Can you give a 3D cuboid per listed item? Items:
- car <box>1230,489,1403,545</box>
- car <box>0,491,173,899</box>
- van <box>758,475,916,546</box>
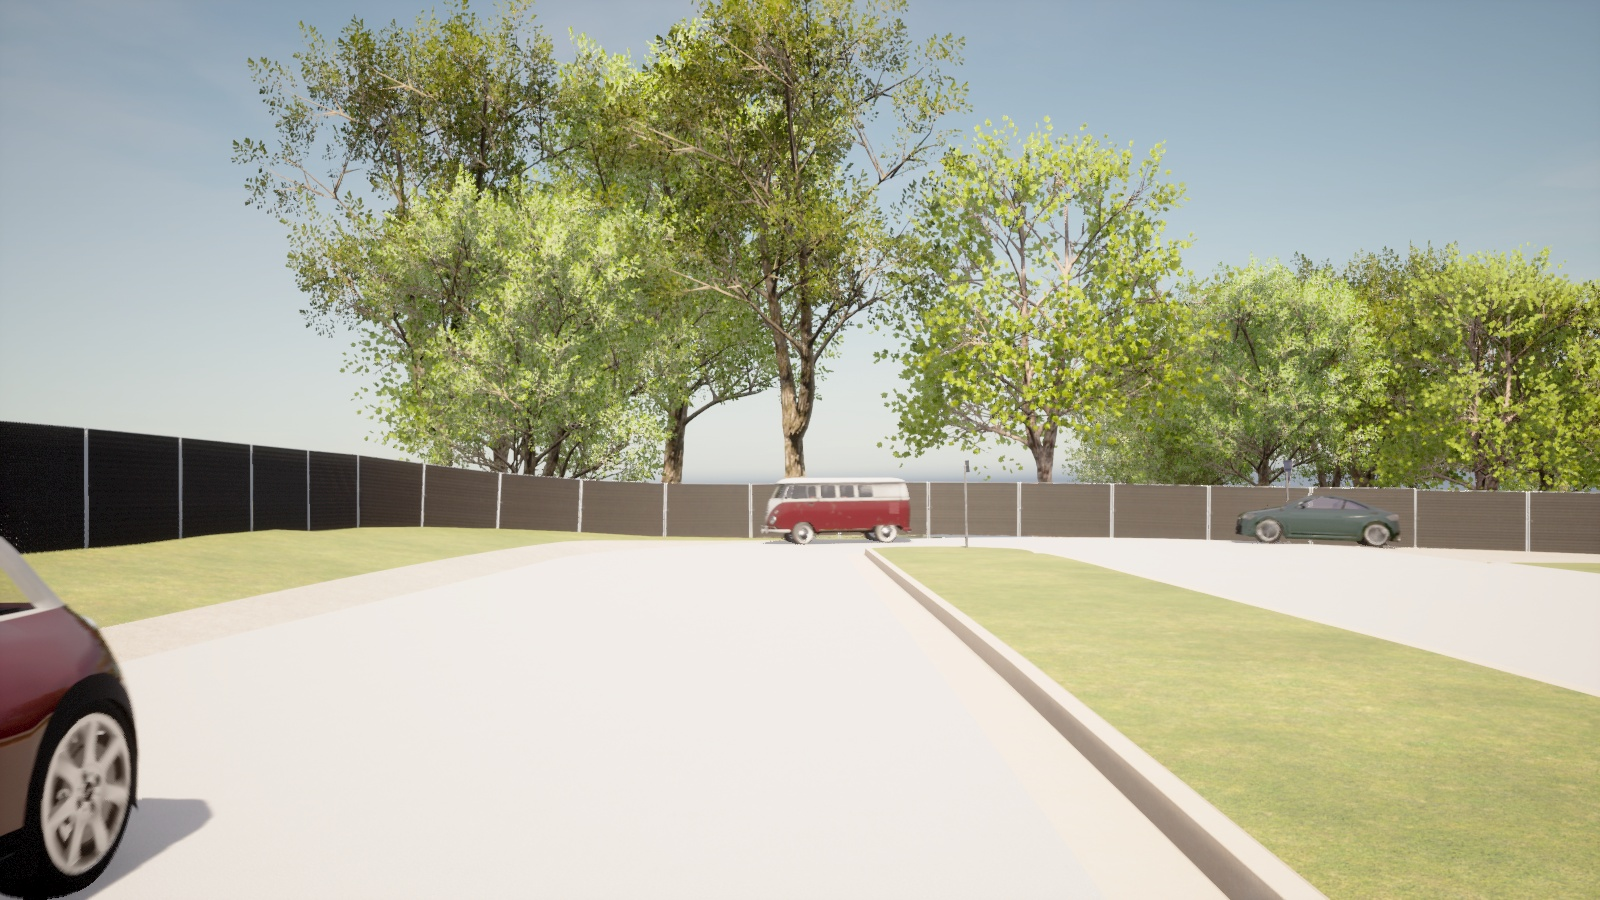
[{"bbox_3d":[14.006,1.795,34.292,4.181,1.385,1.994,1,-2,17],"label":"car"},{"bbox_3d":[-3.556,0.879,3.263,1.970,1.475,3.806,-1,-1,0],"label":"car"},{"bbox_3d":[1.082,1.817,37.948,4.442,1.987,1.775,-1,-2,-12],"label":"van"}]
